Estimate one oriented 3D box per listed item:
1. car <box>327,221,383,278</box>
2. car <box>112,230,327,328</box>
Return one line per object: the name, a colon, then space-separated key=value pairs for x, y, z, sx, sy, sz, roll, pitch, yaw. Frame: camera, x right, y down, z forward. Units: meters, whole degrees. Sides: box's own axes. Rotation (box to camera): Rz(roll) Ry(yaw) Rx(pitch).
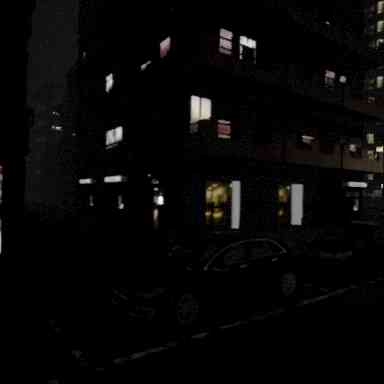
car: x=5.058 y=1.573 z=10.112 sx=4.206 sy=1.307 sz=1.802 roll=0 pitch=1 yaw=-35
car: x=0.548 y=1.547 z=6.893 sx=4.403 sy=1.369 sz=2.008 roll=0 pitch=1 yaw=-35
